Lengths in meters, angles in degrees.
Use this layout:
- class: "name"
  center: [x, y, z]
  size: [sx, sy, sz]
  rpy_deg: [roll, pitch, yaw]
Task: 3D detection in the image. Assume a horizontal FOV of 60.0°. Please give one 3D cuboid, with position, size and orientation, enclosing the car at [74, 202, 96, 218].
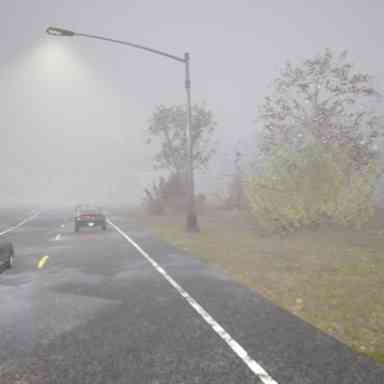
- class: "car"
  center: [-11.656, 1.915, 35.866]
  size: [2.033, 1.411, 5.357]
  rpy_deg: [-2, 0, -20]

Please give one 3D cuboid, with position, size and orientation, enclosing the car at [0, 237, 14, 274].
- class: "car"
  center: [-6.243, 1.761, 8.989]
  size: [1.994, 1.385, 4.181]
  rpy_deg: [-2, 0, -18]

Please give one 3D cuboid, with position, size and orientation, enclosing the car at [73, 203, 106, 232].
- class: "car"
  center: [-6.813, 1.725, 22.186]
  size: [1.837, 1.490, 4.892]
  rpy_deg: [-2, 0, -19]
